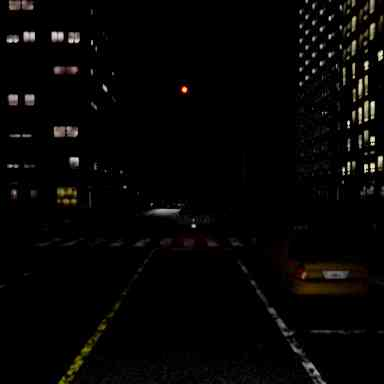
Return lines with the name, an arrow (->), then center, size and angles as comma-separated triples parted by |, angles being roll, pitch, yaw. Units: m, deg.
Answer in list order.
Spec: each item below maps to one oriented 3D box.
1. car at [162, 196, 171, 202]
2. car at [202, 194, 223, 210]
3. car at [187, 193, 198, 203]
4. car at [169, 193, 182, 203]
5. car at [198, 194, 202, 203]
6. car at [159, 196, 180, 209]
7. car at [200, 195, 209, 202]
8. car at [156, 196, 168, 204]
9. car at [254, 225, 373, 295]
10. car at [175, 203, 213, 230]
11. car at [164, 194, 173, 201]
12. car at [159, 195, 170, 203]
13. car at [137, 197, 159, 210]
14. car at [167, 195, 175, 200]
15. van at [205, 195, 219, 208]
car -> -5.623, 1.526, 73.947 | 1.802, 1.307, 4.206 | 0, 0, 0
car -> 2.724, 1.264, 40.779 | 2.192, 1.841, 5.009 | 0, 0, 0
car -> 0.066, 1.421, 69.557 | 1.882, 1.535, 5.008 | 0, 0, 0
car -> -2.994, 1.166, 62.099 | 2.150, 2.045, 5.566 | 0, 0, 1
car -> 2.745, 1.257, 62.884 | 2.192, 1.841, 5.009 | 0, 0, 0
car -> -3.053, 1.547, 44.744 | 1.895, 1.301, 4.718 | 0, 0, 0
car -> 2.757, 1.488, 73.938 | 1.887, 1.381, 4.507 | 0, 0, 0
car -> -5.634, 1.487, 62.892 | 1.887, 1.381, 4.507 | 0, 0, 0
car -> 2.694, 1.511, 8.536 | 1.752, 1.417, 4.829 | 0, 0, 0
car -> 0.099, 1.596, 20.907 | 1.895, 1.301, 4.718 | 0, 0, 0
car -> -5.618, 1.385, 79.473 | 1.967, 1.590, 4.097 | 0, 0, 0
car -> -5.629, 1.383, 68.420 | 1.967, 1.590, 4.097 | 0, 0, 0
car -> -5.654, 1.500, 40.787 | 2.008, 1.369, 4.403 | 0, 0, 0
car -> -5.607, 1.474, 90.357 | 1.752, 1.417, 4.829 | 0, 0, 0
van -> 2.730, 1.287, 46.305 | 1.690, 1.788, 3.998 | 0, 0, 0
